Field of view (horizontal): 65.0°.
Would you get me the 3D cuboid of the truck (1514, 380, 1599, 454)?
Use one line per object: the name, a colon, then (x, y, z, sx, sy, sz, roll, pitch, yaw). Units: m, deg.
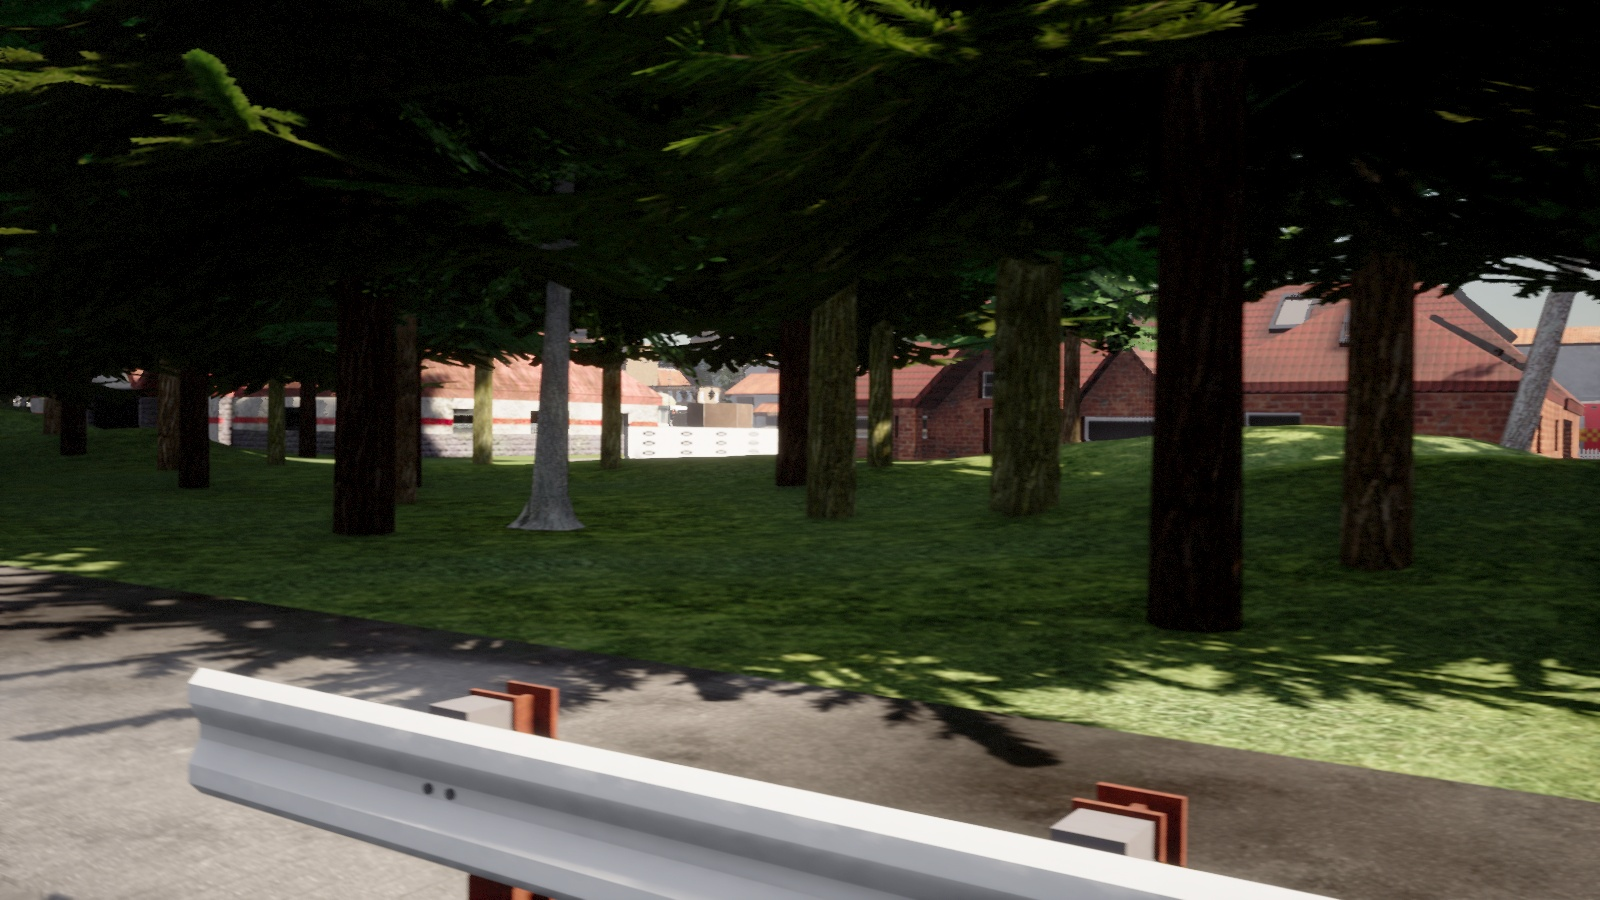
truck: (42.097, -1.708, 65.268, 8.468, 3.827, 2.891, 0, 1, 34)
